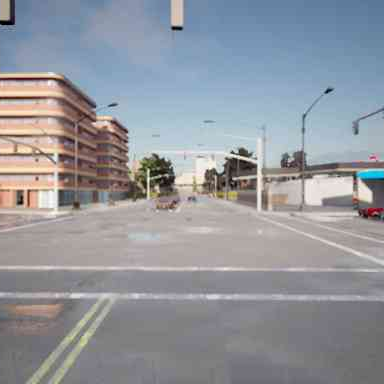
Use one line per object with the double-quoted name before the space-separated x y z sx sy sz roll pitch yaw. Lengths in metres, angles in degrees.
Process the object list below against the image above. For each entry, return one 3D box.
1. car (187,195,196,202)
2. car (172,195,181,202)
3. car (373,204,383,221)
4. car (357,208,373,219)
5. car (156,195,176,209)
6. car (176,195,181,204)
"car" -0.016 1.360 72.321 1.812 1.442 4.674 0 0 0
"car" -3.517 1.522 75.698 1.837 1.490 4.892 0 0 0
"car" 16.325 1.533 24.480 4.674 1.442 1.812 0 0 1
"car" 16.529 1.609 27.948 4.718 1.301 1.895 0 0 1
"car" -3.595 1.367 44.339 2.097 1.767 4.553 0 0 0
"car" -3.552 1.619 61.291 1.895 1.301 4.718 0 0 1
